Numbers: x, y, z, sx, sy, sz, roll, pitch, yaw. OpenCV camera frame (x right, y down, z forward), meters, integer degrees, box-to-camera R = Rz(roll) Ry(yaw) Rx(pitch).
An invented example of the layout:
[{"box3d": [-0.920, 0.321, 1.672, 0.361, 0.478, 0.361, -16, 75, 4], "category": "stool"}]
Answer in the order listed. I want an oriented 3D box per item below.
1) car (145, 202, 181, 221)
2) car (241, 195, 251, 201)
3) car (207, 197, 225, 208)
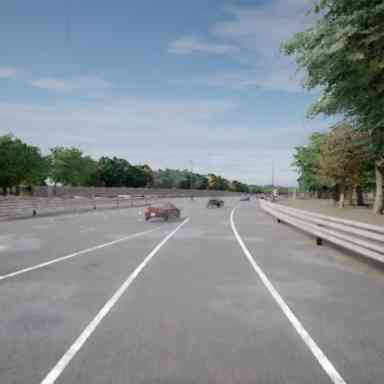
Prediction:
[{"box3d": [-2.304, 1.501, 26.683, 1.812, 1.442, 4.674, 0, 0, 14], "category": "car"}, {"box3d": [13.069, 1.499, 81.040, 2.033, 1.411, 5.357, 0, 0, 17], "category": "car"}, {"box3d": [3.538, 1.476, 48.655, 1.837, 1.490, 4.892, 0, 0, 16], "category": "car"}]
